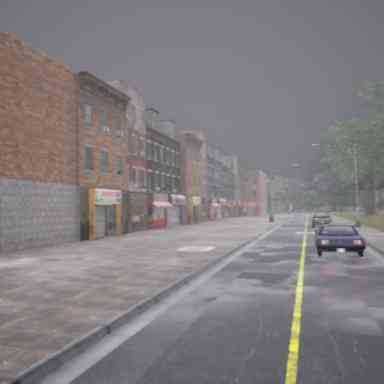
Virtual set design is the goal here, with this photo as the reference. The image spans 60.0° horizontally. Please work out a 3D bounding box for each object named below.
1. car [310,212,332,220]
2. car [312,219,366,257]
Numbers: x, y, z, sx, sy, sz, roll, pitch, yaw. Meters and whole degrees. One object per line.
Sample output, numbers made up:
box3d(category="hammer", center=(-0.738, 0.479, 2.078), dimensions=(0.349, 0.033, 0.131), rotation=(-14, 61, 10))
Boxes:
box3d(category="car", center=(13.170, 2.813, 33.863), dimensions=(2.128, 1.511, 4.902), rotation=(-3, -3, 19))
box3d(category="car", center=(6.767, 2.155, 15.581), dimensions=(1.895, 1.301, 4.718), rotation=(-3, -3, 19))
